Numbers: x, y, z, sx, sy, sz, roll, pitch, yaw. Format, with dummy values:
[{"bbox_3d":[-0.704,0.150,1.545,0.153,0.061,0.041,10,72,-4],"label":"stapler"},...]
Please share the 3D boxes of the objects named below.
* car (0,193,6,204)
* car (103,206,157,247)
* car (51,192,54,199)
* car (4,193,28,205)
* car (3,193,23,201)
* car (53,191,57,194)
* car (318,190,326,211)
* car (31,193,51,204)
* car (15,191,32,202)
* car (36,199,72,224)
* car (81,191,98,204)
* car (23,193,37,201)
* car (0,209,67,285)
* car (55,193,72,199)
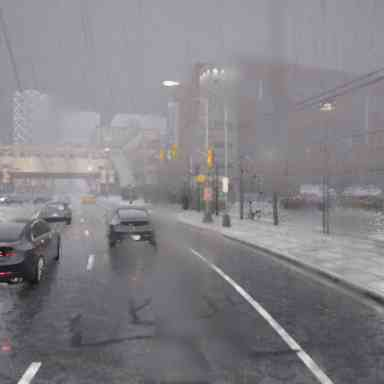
[{"bbox_3d":[-30.707,1.136,52.413,2.097,1.535,5.008,0,1,-20],"label":"car"},{"bbox_3d":[-2.739,1.392,14.469,1.837,1.490,4.892,0,1,-17],"label":"car"},{"bbox_3d":[-27.362,1.129,61.897,1.994,1.385,4.181,0,1,-20],"label":"car"},{"bbox_3d":[-27.447,1.214,51.948,1.994,1.385,4.181,0,1,-20],"label":"car"},{"bbox_3d":[-36.717,1.021,68.529,2.231,1.521,4.892,0,0,-10],"label":"car"},{"bbox_3d":[-30.976,1.034,71.771,2.033,1.411,5.357,0,1,-20],"label":"car"},{"bbox_3d":[10.540,0.945,32.537,2.185,1.767,4.553,0,1,-20],"label":"car"},{"bbox_3d":[-24.331,1.227,53.617,1.895,1.301,4.718,0,1,-20],"label":"car"},{"bbox_3d":[-30.426,1.084,60.083,2.128,1.511,4.902,0,1,-20],"label":"car"},{"bbox_3d":[-9.284,1.401,22.832,1.994,1.385,4.181,0,1,-19],"label":"car"},{"bbox_3d":[-16.640,1.082,53.258,1.882,1.535,5.008,0,1,-20],"label":"car"},{"bbox_3d":[-33.905,1.047,69.590,2.128,1.511,4.902,0,1,-20],"label":"car"},{"bbox_3d":[-4.793,1.444,9.030,1.837,1.490,4.892,0,1,-13],"label":"car"},{"bbox_3d":[-18.090,1.208,47.041,2.033,1.411,5.357,0,1,-20],"label":"car"}]
